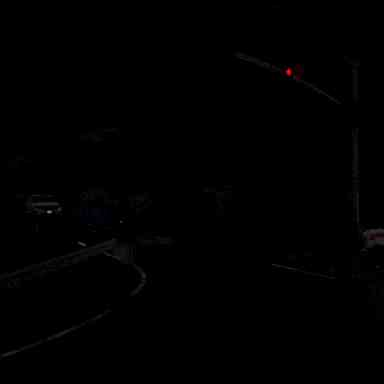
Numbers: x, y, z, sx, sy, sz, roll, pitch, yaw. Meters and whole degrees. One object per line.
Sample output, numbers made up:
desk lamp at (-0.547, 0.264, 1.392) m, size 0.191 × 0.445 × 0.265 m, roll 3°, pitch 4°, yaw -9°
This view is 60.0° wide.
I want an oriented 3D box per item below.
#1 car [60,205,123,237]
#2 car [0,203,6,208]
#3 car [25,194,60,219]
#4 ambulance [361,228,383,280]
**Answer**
car at (-5.454, 1.491, 18.234) m, size 1.882 × 1.535 × 5.008 m, roll 0°, pitch 0°, yaw -36°
car at (-24.167, 1.519, 39.133) m, size 4.892 × 1.490 × 1.837 m, roll -1°, pitch 0°, yaw 19°
car at (-12.922, 1.231, 28.773) m, size 2.150 × 2.045 × 5.566 m, roll 0°, pitch 0°, yaw -35°
ambulance at (7.048, 1.035, 6.992) m, size 2.351 × 2.431 × 6.366 m, roll 0°, pitch 0°, yaw -36°
